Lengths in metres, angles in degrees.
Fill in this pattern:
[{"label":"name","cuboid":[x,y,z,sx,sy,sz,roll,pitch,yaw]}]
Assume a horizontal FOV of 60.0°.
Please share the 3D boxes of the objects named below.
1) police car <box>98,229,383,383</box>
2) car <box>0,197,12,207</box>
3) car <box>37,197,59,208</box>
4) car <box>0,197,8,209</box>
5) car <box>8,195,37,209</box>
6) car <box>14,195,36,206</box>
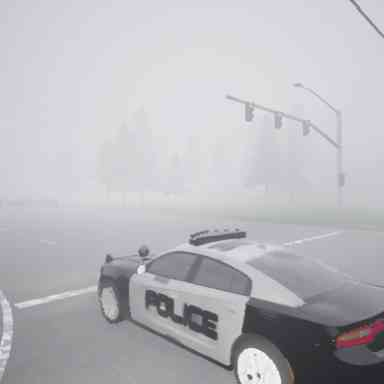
[{"label":"police car","cuboid":[0.302,1.425,5.186,1.930,1.638,5.238,0,0,-43]},{"label":"car","cuboid":[-30.552,1.504,53.185,1.837,1.490,4.892,0,0,-43]},{"label":"car","cuboid":[-20.958,1.491,48.117,2.128,1.511,4.902,0,0,-43]},{"label":"car","cuboid":[-26.104,1.477,43.371,1.882,1.535,5.008,0,0,-43]},{"label":"car","cuboid":[-23.560,1.477,45.775,1.882,1.535,5.008,0,0,-43]},{"label":"car","cuboid":[-27.986,1.351,55.565,2.097,1.767,4.553,0,0,-43]}]
